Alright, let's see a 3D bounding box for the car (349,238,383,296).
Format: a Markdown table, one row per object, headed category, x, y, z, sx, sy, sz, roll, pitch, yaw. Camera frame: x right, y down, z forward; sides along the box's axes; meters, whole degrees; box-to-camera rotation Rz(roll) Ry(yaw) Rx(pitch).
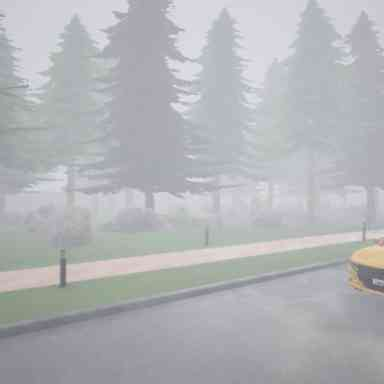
| category | x | y | z | sx | sy | sz | roll | pitch | yaw |
| --- | --- | --- | --- | --- | --- | --- | --- | --- | --- |
| car | 5.797 | 1.563 | 8.068 | 5.008 | 1.535 | 1.882 | 1 | 0 | -35 |
